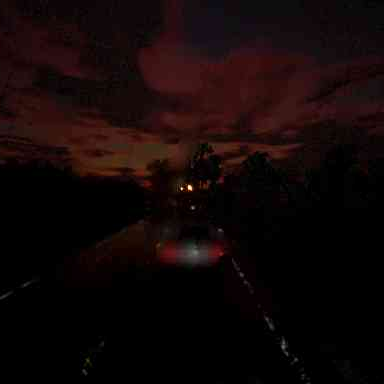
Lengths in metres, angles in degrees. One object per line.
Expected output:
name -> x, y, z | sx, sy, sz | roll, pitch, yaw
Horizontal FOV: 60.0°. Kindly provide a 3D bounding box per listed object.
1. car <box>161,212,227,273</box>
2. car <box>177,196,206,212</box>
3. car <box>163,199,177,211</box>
car -> 0.069, 1.614, 10.823 | 2.033, 1.411, 5.357 | 0, 0, 0
car -> 0.092, 1.397, 29.590 | 2.150, 2.045, 5.566 | 0, 0, 0
car -> -2.935, 1.742, 46.179 | 1.882, 1.535, 5.008 | 0, 0, -1
